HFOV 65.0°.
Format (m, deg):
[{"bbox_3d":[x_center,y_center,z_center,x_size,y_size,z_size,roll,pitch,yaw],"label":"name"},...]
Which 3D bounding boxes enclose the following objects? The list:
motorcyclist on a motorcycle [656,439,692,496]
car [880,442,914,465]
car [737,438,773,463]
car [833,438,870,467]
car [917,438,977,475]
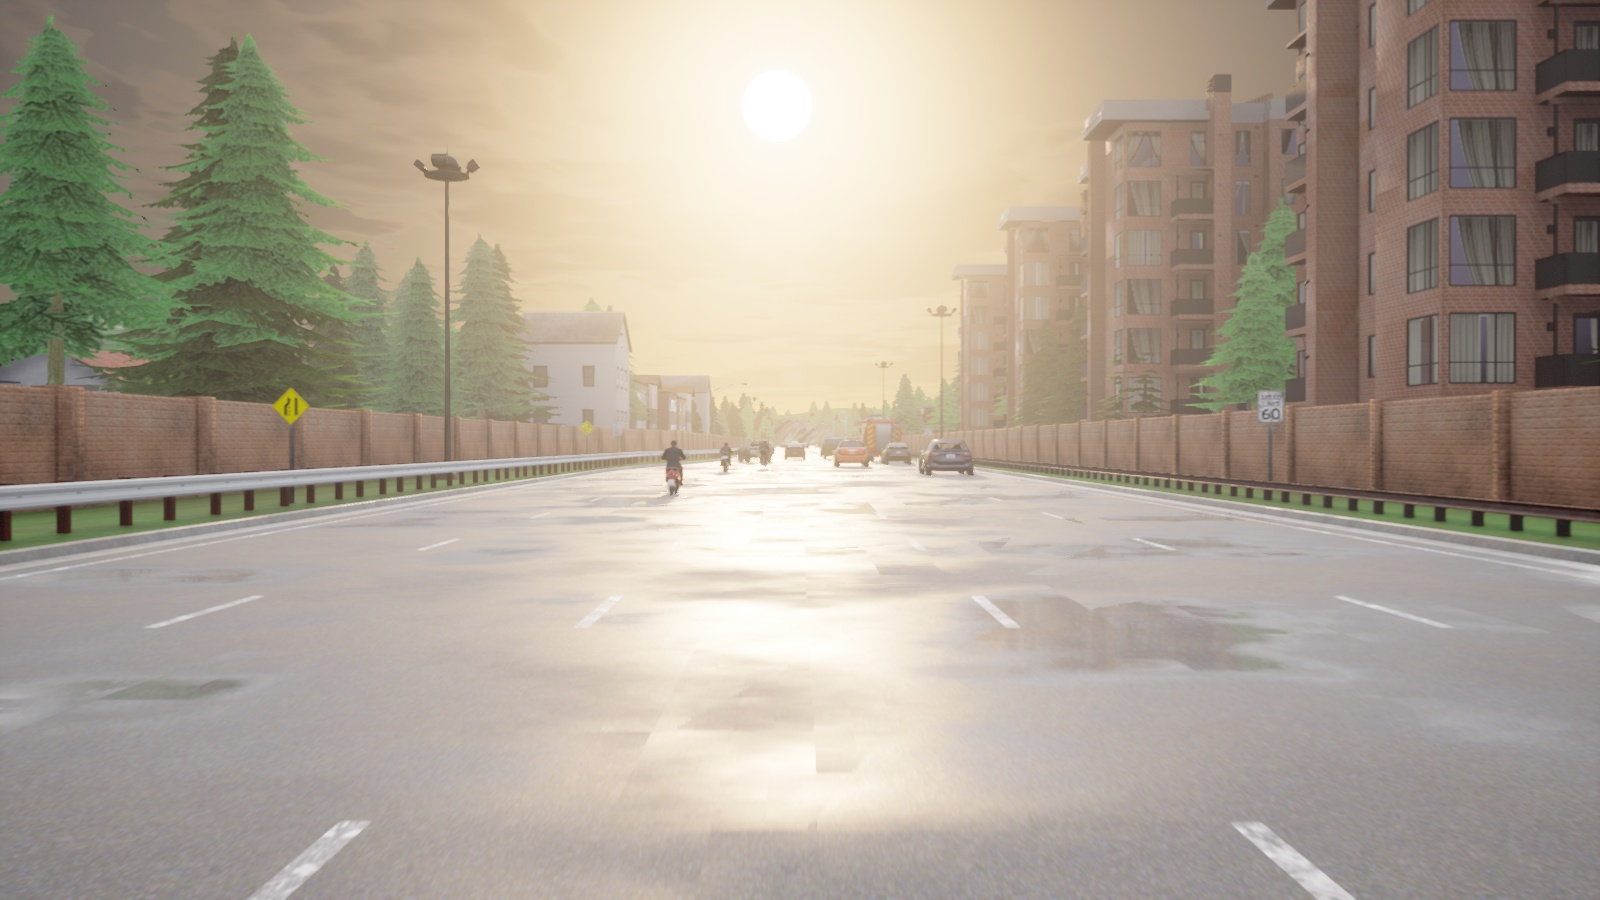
[{"bbox_3d":[-3.618,0.493,36.281,0.866,1.590,1.817,0,0,0],"label":"motorcyclist on a motorcycle"},{"bbox_3d":[6.693,0.208,87.010,2.007,1.525,4.514,0,0,0],"label":"car"},{"bbox_3d":[-3.474,0.020,95.856,1.932,1.855,4.605,-1,0,-13],"label":"car"},{"bbox_3d":[3.222,0.160,79.247,2.097,1.767,4.553,0,0,0],"label":"car"},{"bbox_3d":[6.798,0.265,58.641,2.242,1.667,4.611,0,0,0],"label":"car"}]
